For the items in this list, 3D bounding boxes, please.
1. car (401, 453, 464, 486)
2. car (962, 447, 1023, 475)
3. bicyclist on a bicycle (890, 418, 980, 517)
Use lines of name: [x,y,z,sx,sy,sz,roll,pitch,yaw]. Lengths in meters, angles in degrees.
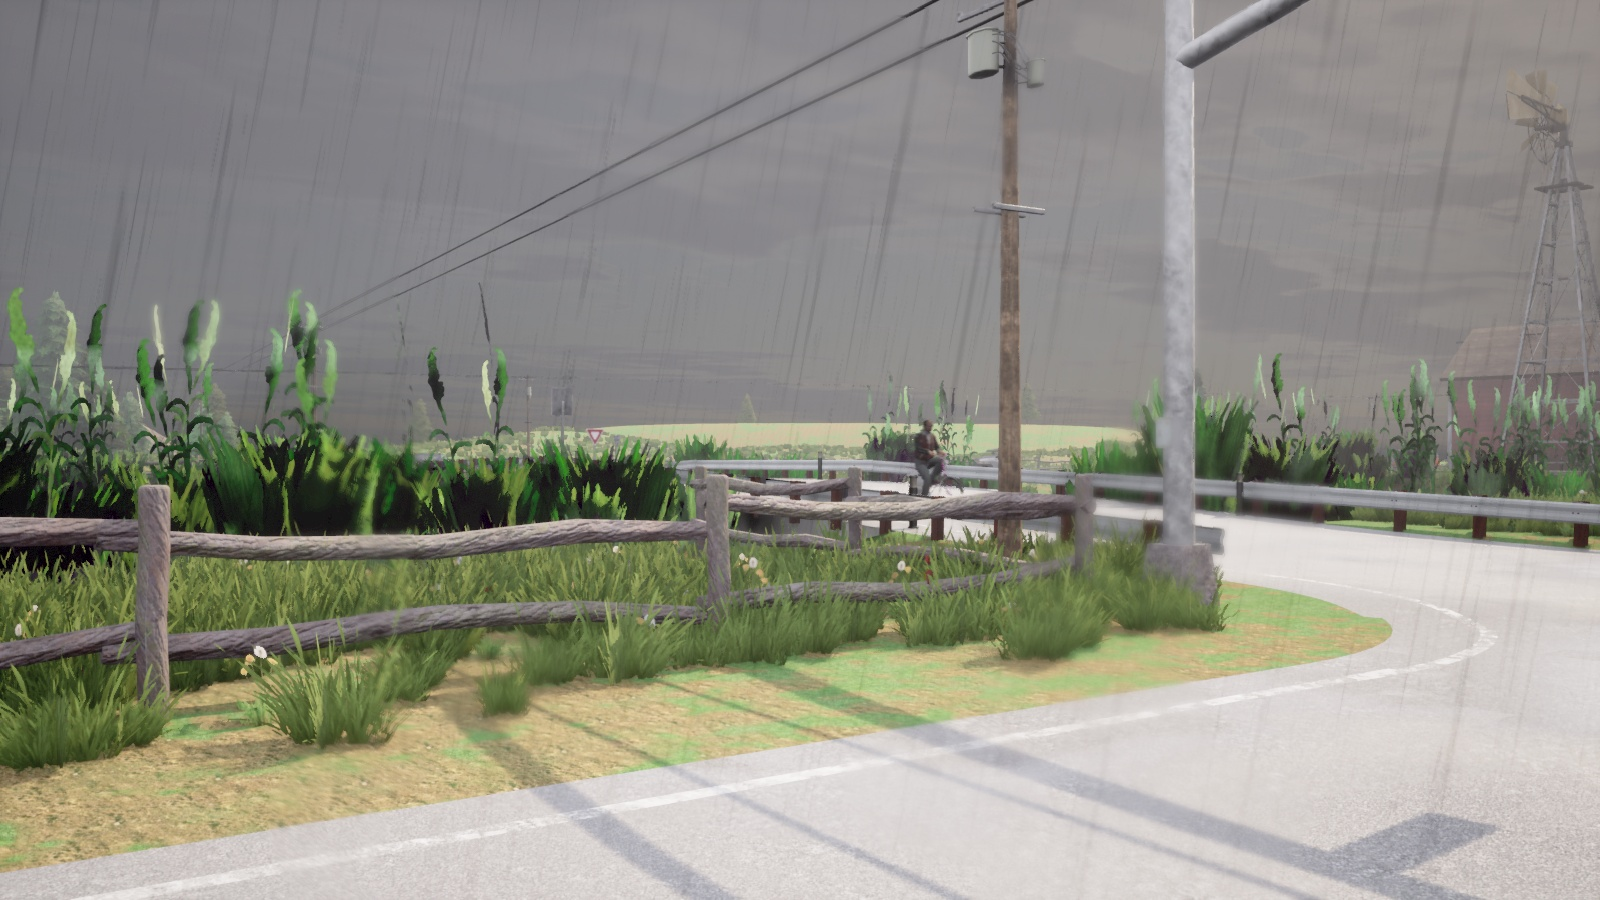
car: [-16.502,0.895,56.273,1.994,1.385,4.181,0,-1,-27]
car: [13.300,0.759,86.682,3.866,1.878,1.905,0,0,-32]
bicyclist on a bicycle: [2.528,0.297,23.773,0.659,1.776,1.843,0,2,-32]
